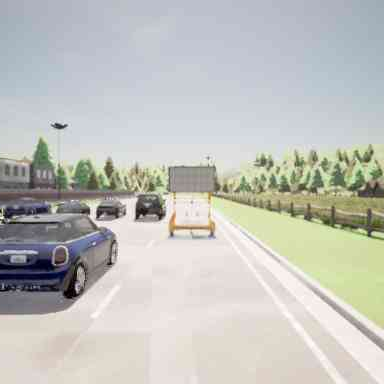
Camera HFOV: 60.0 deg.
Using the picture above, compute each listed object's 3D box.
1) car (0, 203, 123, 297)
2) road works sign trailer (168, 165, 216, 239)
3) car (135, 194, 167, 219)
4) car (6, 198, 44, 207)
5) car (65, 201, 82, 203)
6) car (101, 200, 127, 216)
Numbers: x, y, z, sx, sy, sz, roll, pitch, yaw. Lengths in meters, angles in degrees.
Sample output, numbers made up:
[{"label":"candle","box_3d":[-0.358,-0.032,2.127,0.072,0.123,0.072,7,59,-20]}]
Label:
[{"label":"car","box_3d":[-3.401,1.332,8.665,2.097,1.767,4.553,0,0,0]},{"label":"road works sign trailer","box_3d":[-0.002,0.425,17.135,2.380,3.560,2.880,0,0,0]},{"label":"car","box_3d":[-3.404,1.157,28.059,2.150,2.045,5.566,0,0,0]},{"label":"car","box_3d":[-13.904,1.287,28.456,2.097,1.767,4.553,0,0,0]},{"label":"car","box_3d":[-10.404,1.496,29.453,1.994,1.385,4.181,0,0,0]},{"label":"car","box_3d":[-6.903,1.439,28.773,1.837,1.490,4.892,0,0,0]}]
